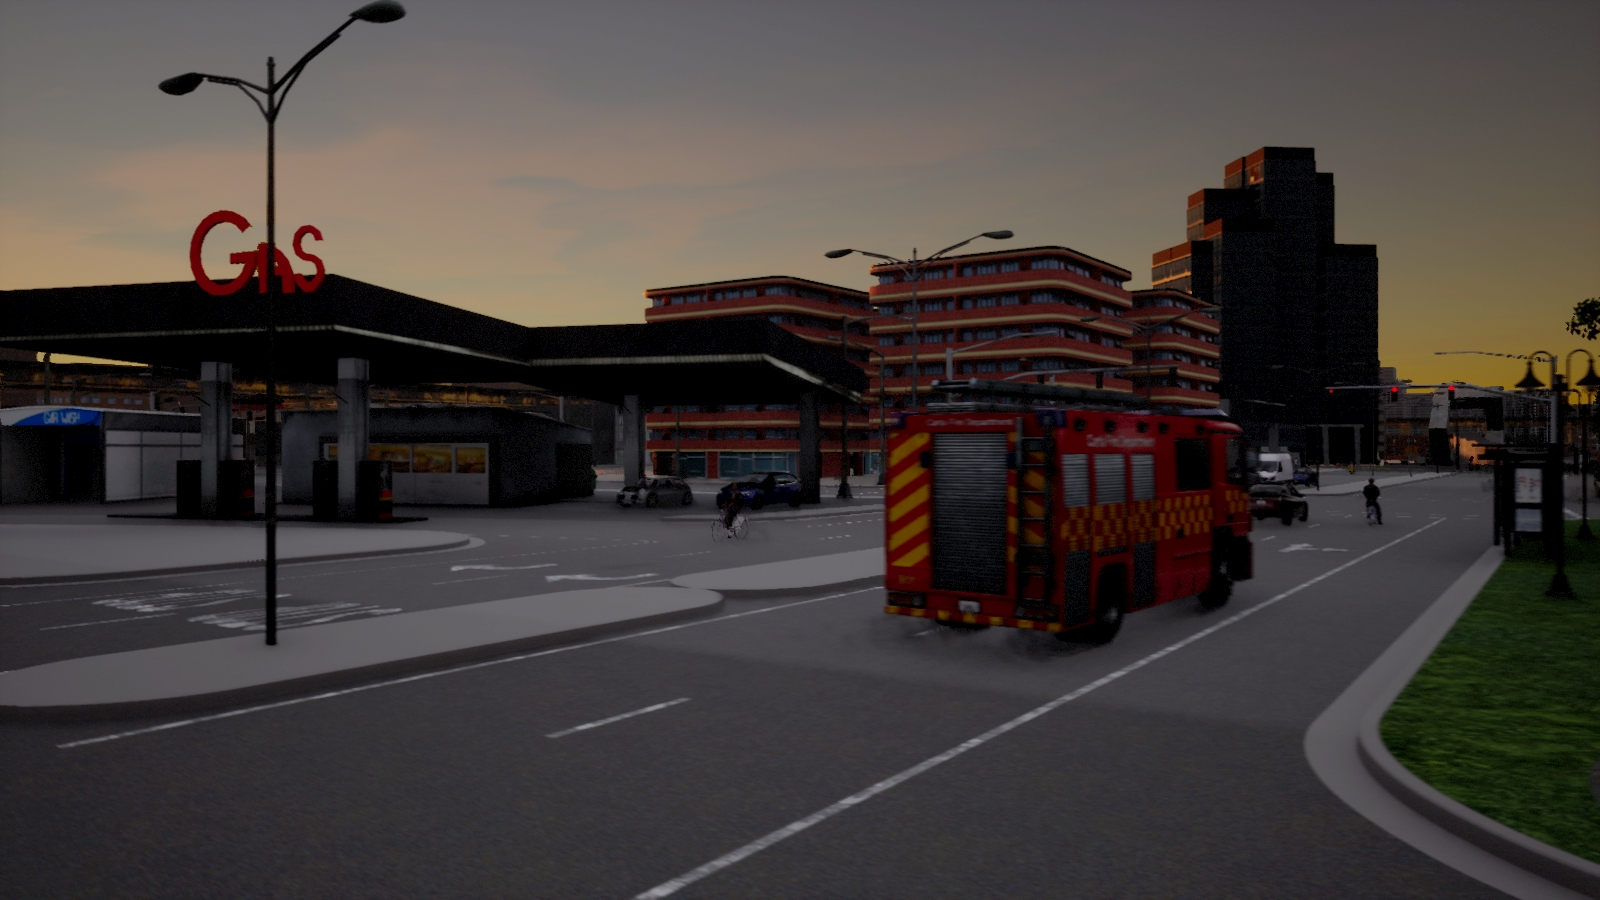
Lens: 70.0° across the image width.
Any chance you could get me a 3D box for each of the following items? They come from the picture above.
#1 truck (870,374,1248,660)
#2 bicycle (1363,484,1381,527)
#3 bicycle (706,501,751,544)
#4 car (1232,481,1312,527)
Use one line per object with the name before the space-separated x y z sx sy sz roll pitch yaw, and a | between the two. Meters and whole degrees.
truck | 4.822 0.890 19.498 2.891 3.827 8.468 0 0 38
bicycle | 21.179 2.048 42.297 0.329 1.496 1.835 0 0 35
bicycle | -2.170 2.198 34.892 0.329 1.196 1.835 0 0 34
car | 18.283 2.040 44.137 2.007 1.525 4.514 0 0 34
